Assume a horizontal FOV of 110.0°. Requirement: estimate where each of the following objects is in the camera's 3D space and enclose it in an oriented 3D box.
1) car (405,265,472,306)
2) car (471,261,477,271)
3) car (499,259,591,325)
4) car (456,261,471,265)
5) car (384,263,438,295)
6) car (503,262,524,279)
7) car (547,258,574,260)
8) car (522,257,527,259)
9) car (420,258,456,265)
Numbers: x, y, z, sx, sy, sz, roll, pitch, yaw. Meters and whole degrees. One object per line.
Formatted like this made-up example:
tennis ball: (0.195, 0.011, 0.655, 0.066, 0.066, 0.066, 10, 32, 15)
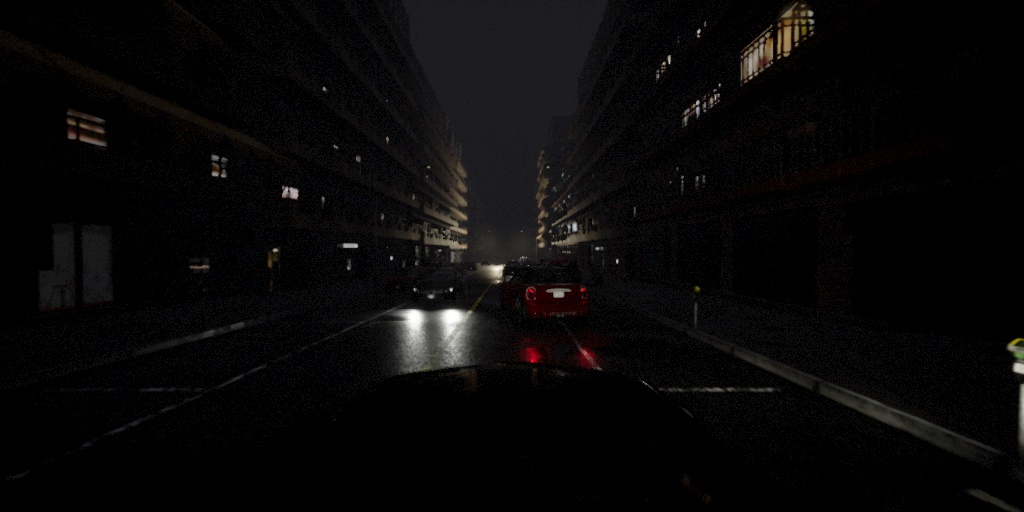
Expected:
car: (-3.099, 1.287, 16.046, 1.812, 1.442, 4.674, 0, 0, 0)
car: (-5.694, 1.338, 48.427, 1.948, 1.339, 4.313, 0, 0, 0)
car: (0.890, 1.111, 12.157, 2.097, 1.767, 4.553, 0, 0, -12)
car: (-5.693, 1.316, 37.096, 1.888, 1.381, 4.507, 0, 0, 0)
car: (-5.692, 1.309, 20.103, 1.888, 1.381, 4.507, 0, 0, 0)
car: (0.095, 1.296, 33.308, 1.812, 1.442, 4.674, 0, 0, 0)
car: (2.656, 1.079, 20.162, 2.192, 1.841, 5.009, 0, 0, 0)
car: (2.688, 1.339, 59.813, 1.948, 1.339, 4.313, 0, 0, 0)
car: (-5.692, 1.082, 25.766, 2.192, 1.841, 5.009, 0, 0, 0)
